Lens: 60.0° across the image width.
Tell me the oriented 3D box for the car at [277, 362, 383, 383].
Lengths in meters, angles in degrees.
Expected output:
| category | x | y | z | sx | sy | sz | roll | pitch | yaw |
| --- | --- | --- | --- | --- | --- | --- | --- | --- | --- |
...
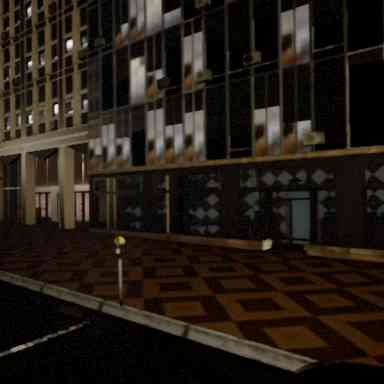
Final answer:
| category | x | y | z | sx | sy | sz | roll | pitch | yaw |
| --- | --- | --- | --- | --- | --- | --- | --- | --- | --- |
| car | 2.182 | 1.565 | 1.331 | 4.313 | 1.339 | 1.947 | 0 | -1 | 36 |
